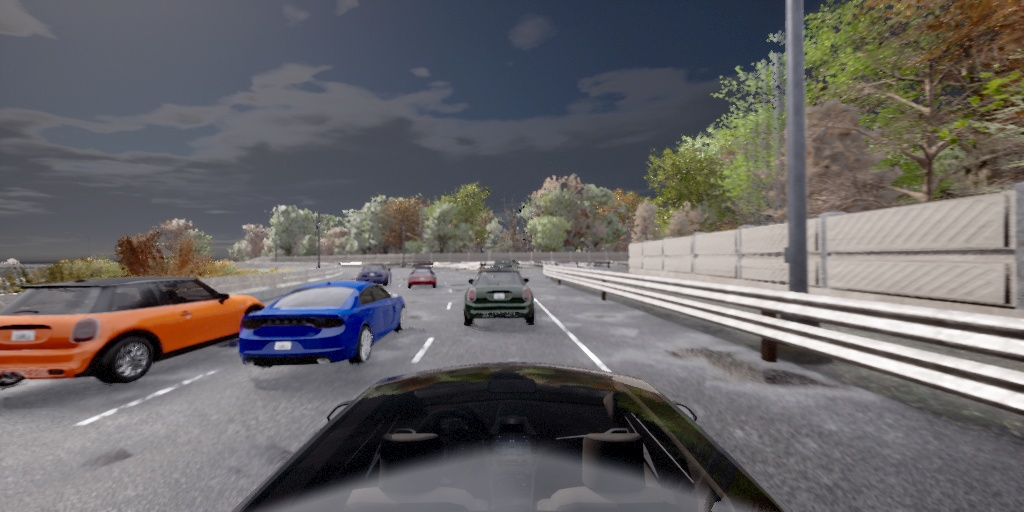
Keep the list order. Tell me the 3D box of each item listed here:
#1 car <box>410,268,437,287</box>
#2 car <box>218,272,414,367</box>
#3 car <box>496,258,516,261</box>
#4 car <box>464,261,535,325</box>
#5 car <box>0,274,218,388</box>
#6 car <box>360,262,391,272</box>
[{"bbox_3d":[-6.532,1.530,26.254,1.994,1.385,4.181,0,0,-13],"label":"car"},{"bbox_3d":[-3.812,1.300,8.200,1.882,1.535,5.008,0,0,-4],"label":"car"},{"bbox_3d":[-0.505,1.224,37.943,2.150,2.045,5.566,-1,0,9],"label":"car"},{"bbox_3d":[-0.449,1.178,12.327,2.097,1.767,4.553,0,0,-2],"label":"car"},{"bbox_3d":[-7.257,1.195,7.355,2.097,1.767,4.553,0,0,-3],"label":"car"},{"bbox_3d":[-10.479,1.357,27.619,2.097,1.767,4.553,0,0,-14],"label":"car"}]
